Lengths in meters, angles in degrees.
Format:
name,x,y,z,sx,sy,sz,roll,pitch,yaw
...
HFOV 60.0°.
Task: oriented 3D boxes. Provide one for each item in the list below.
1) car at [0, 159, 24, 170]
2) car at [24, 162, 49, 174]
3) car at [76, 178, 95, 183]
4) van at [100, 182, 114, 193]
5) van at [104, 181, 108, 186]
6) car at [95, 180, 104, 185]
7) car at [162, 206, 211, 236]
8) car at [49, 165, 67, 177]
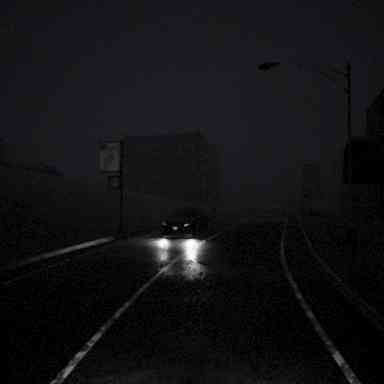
name,x,y,z,sx,sy,sz,roll,pitch,yaw
car,-21.273,-2.910,36.415,2.231,1.521,4.892,0,-2,8
car,-20.631,-2.792,42.015,2.185,1.767,4.553,0,-3,6
car,-19.421,-1.769,58.593,2.002,1.452,4.674,0,-3,3
van,-19.183,-0.971,75.325,1.878,1.987,4.442,0,-4,0
van,-19.140,-1.344,69.799,1.878,1.987,4.442,0,-4,1
car,-19.241,-1.439,64.123,2.002,1.452,4.674,0,-3,2
car,-0.199,1.611,19.093,1.837,1.490,4.892,-1,-1,16
car,-20.094,-2.651,47.599,2.435,2.045,5.566,0,-3,5
